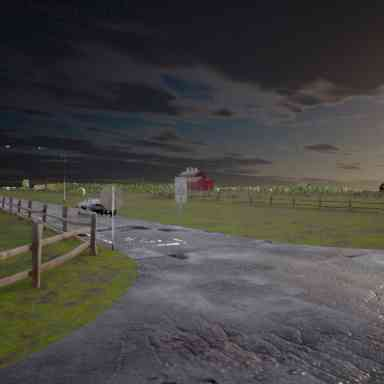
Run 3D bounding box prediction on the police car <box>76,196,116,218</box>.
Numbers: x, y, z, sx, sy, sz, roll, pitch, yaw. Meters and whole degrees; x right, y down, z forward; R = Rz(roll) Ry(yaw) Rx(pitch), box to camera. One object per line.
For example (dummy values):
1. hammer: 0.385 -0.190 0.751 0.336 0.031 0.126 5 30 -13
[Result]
1. police car: -7.830 1.132 26.784 1.930 1.638 5.238 1 0 -36
